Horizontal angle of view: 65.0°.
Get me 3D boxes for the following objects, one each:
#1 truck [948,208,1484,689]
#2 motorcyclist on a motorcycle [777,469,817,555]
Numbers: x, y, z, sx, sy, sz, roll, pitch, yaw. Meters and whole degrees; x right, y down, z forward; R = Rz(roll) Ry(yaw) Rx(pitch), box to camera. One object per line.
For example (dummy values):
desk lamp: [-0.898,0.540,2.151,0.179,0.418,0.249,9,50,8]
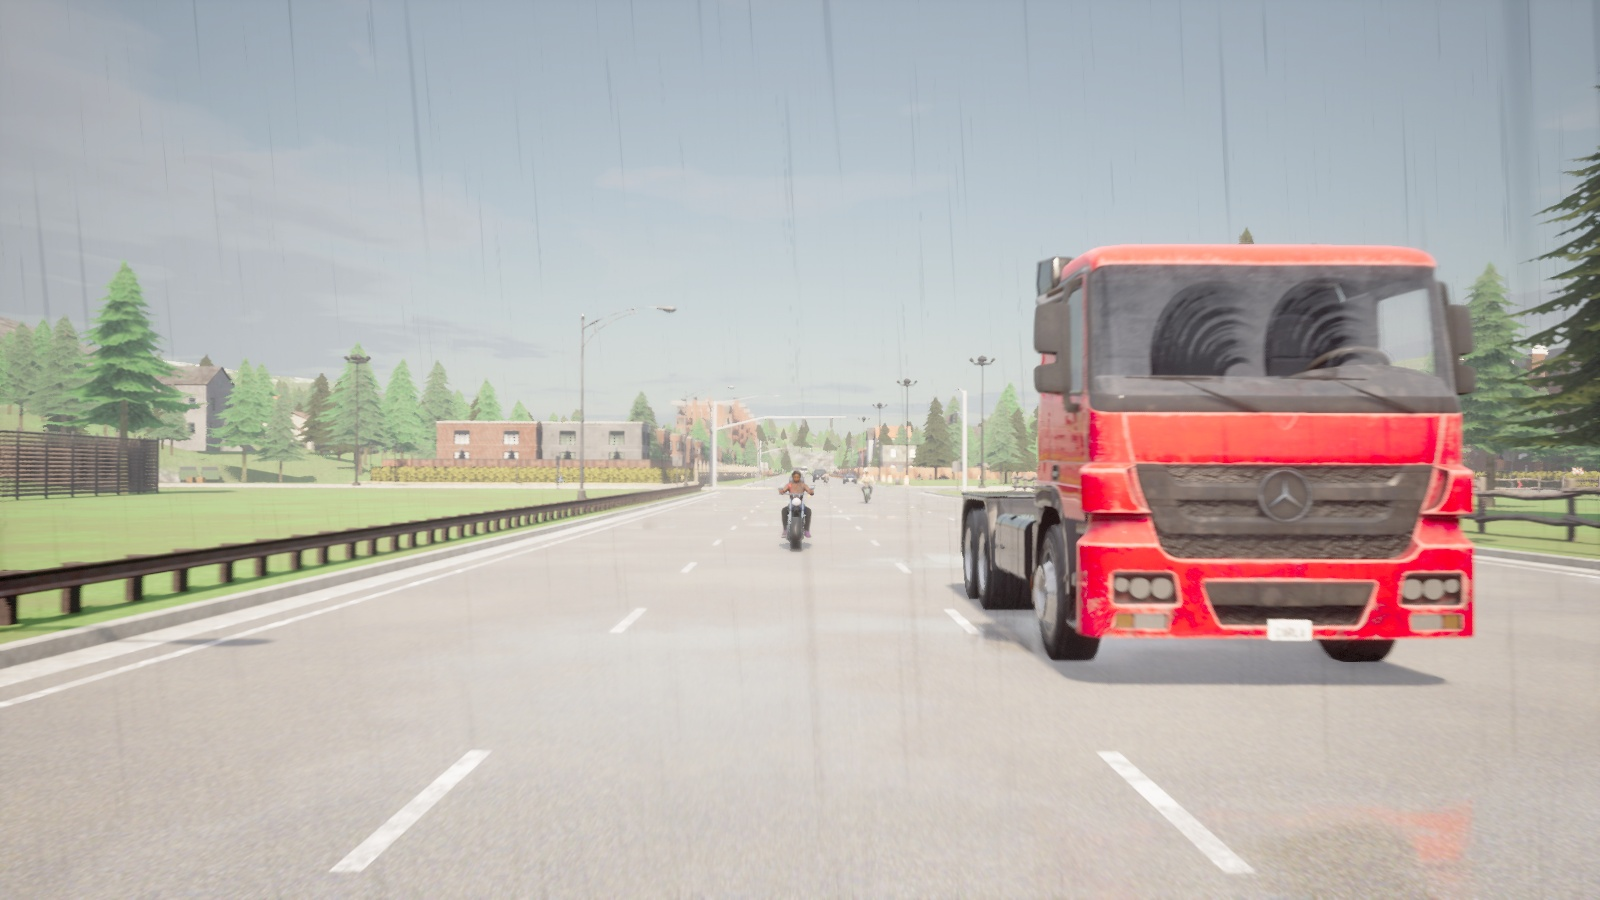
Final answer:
truck: [3.464,0.050,13.040,2.891,3.462,7.936,0,-1,0]
motorcyclist on a motorcycle: [-0.063,1.215,25.434,0.766,1.649,2.350,0,-1,0]
